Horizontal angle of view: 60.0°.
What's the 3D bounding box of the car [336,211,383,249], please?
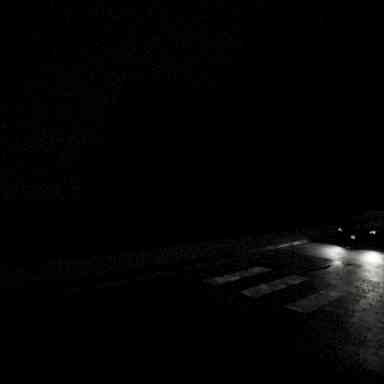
[{"bbox_3d":[8.506,1.650,15.618,4.674,1.442,1.812,1,1,-43],"label":"car"}]
